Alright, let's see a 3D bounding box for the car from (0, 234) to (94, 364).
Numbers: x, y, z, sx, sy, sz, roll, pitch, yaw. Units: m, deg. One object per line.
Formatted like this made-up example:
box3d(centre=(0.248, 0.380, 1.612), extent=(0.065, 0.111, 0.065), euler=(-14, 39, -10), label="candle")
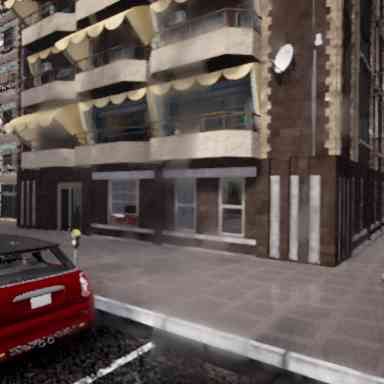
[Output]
box3d(centre=(-3.501, 1.398, 5.362), extent=(4.097, 1.590, 1.967), euler=(1, 1, 35), label="car")
